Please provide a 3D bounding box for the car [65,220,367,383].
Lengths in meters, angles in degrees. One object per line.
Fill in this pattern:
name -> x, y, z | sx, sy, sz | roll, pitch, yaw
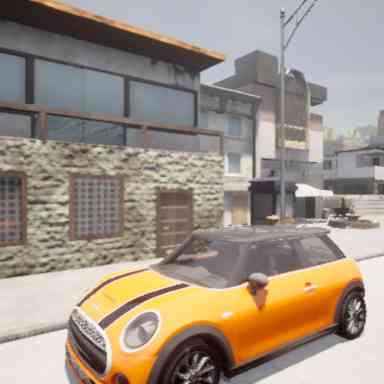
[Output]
car -> 0.578, 1.354, 4.980 | 4.553, 1.767, 2.097 | 0, 0, -35
